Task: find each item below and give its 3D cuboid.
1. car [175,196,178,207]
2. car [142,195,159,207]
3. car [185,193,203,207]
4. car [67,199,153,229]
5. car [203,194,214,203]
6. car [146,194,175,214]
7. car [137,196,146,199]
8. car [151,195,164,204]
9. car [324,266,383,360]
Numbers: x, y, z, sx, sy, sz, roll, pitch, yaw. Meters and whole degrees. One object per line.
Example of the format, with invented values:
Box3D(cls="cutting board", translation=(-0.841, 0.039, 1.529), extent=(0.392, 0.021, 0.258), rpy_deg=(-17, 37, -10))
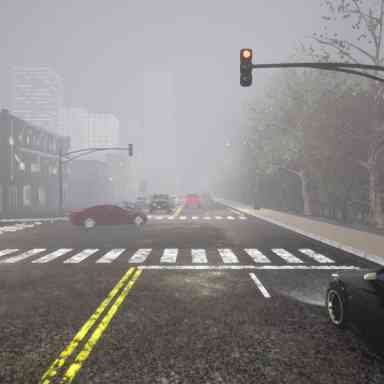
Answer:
Box3D(cls="car", translation=(-3.314, 1.510, 46.273), extent=(1.812, 1.442, 4.674), rpy_deg=(0, 0, 0))
Box3D(cls="car", translation=(-6.562, 1.333, 53.131), extent=(2.097, 1.767, 4.553), rpy_deg=(0, 0, 0))
Box3D(cls="car", translation=(0.127, 1.205, 49.805), extent=(2.150, 2.045, 5.566), rpy_deg=(0, 0, 0))
Box3D(cls="car", translation=(-5.348, 1.472, 21.379), extent=(5.008, 1.535, 1.882), rpy_deg=(0, 0, -29))
Box3D(cls="car", translation=(3.384, 1.576, 66.911), extent=(1.895, 1.301, 4.718), rpy_deg=(0, 0, 0))
Box3D(cls="car", translation=(-3.322, 1.210, 36.283), extent=(2.150, 2.045, 5.566), rpy_deg=(0, 0, 0))
Box3D(cls="car", translation=(-6.567, 1.337, 44.242), extent=(2.097, 1.767, 4.553), rpy_deg=(0, 0, 0))
Box3D(cls="car", translation=(-6.522, 1.454, 63.575), extent=(1.882, 1.535, 5.008), rpy_deg=(0, 0, 1))
Box3D(cls="car", translation=(3.351, 1.563, 4.272), extent=(1.994, 1.385, 4.181), rpy_deg=(0, 0, 0))
